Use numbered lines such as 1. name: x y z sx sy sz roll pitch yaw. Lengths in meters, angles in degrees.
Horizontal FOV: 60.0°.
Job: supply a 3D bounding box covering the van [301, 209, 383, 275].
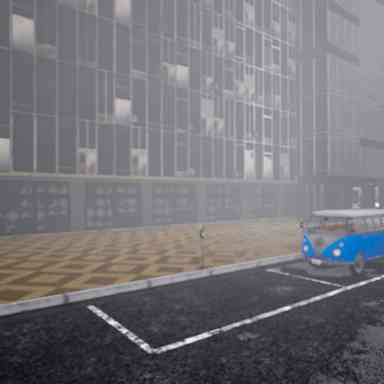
1. van: 5.174 1.457 10.652 3.998 1.788 1.690 1 -1 -37
